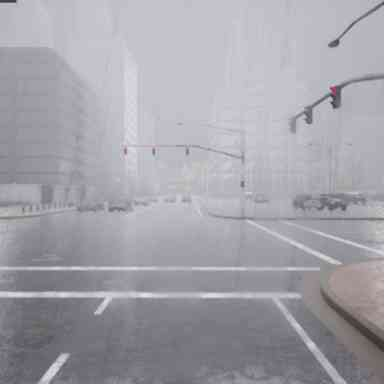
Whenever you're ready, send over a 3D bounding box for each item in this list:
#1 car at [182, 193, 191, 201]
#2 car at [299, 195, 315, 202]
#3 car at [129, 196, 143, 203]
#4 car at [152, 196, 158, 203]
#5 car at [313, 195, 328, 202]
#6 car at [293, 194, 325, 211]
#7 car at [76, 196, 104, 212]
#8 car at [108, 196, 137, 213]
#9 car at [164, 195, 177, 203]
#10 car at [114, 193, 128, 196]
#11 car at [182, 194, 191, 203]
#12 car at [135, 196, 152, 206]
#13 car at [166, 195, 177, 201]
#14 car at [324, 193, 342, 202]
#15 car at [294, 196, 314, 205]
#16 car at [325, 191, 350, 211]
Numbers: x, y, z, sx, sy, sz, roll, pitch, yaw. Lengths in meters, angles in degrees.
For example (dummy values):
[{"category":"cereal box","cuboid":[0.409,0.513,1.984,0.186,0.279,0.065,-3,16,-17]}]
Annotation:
[{"category":"car","cuboid":[-1.181,1.192,76.880,2.097,1.767,4.553,0,0,0]},{"category":"car","cuboid":[24.392,1.406,70.793,1.970,1.475,3.806,0,0,0]},{"category":"car","cuboid":[-11.631,1.524,69.435,2.128,1.511,4.902,0,0,0]},{"category":"car","cuboid":[-8.126,1.554,68.704,1.994,1.385,4.181,0,0,0]},{"category":"car","cuboid":[27.287,1.374,70.801,1.784,1.438,3.905,0,0,0]},{"category":"car","cuboid":[13.131,1.159,38.241,1.932,1.855,4.605,0,0,0]},{"category":"car","cuboid":[-11.506,1.357,37.819,2.097,1.767,4.553,0,0,0]},{"category":"car","cuboid":[-8.007,1.553,37.654,2.033,1.411,5.357,0,0,0]},{"category":"car","cuboid":[-4.621,1.573,68.047,1.994,1.385,4.181,0,0,0]},{"category":"car","cuboid":[-11.587,1.229,53.960,2.150,2.045,5.566,0,0,0]},{"category":"car","cuboid":[-1.122,1.611,68.151,1.895,1.301,4.718,0,0,0]},{"category":"car","cuboid":[-8.087,1.533,53.517,1.812,1.442,4.674,0,0,0]},{"category":"car","cuboid":[-4.681,1.362,76.886,2.128,1.511,4.902,0,0,0]},{"category":"car","cuboid":[29.971,1.164,70.861,1.932,1.855,4.605,0,0,0]},{"category":"car","cuboid":[18.674,1.404,55.672,1.970,1.475,3.806,0,0,0]},{"category":"car","cuboid":[16.025,1.162,38.196,1.905,1.878,3.866,0,0,0]}]
